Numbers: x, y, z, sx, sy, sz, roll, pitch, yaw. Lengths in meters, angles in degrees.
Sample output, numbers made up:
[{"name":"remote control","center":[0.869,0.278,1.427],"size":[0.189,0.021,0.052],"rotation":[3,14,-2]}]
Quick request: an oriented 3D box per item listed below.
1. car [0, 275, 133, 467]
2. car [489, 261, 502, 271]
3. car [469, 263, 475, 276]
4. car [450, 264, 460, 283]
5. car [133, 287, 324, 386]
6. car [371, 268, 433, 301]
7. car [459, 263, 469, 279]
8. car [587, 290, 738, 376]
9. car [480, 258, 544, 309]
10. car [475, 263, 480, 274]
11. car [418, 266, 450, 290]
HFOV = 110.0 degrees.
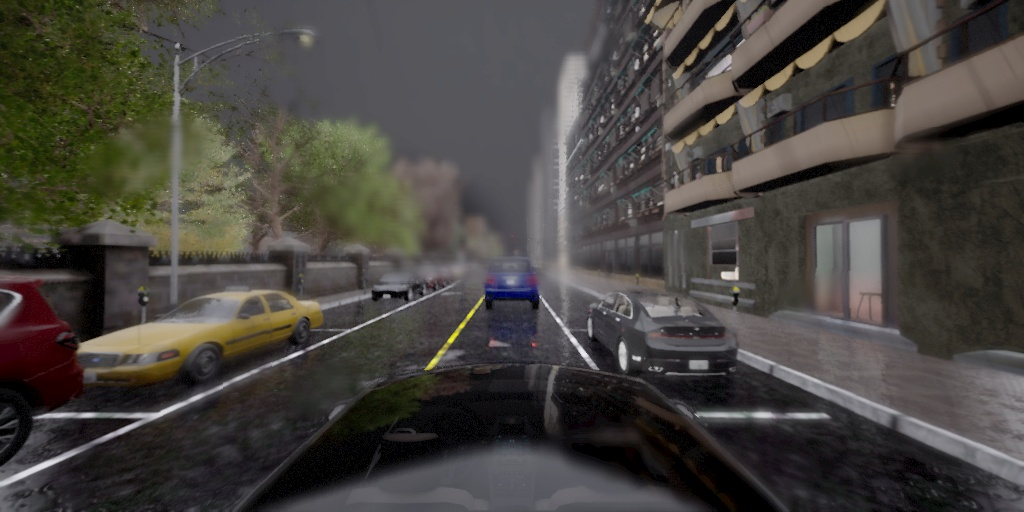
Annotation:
[{"name":"car","center":[-5.691,1.066,1.817],"size":[2.192,1.841,5.009],"rotation":[0,0,0]},{"name":"car","center":[-2.946,1.717,64.526],"size":[2.097,1.767,4.553],"rotation":[0,0,0]},{"name":"car","center":[-5.657,1.565,40.585],"size":[1.967,1.591,4.097],"rotation":[0,0,0]},{"name":"car","center":[-5.666,1.598,29.508],"size":[1.802,1.307,4.207],"rotation":[0,0,0]},{"name":"car","center":[-5.686,1.328,7.185],"size":[1.751,1.417,4.829],"rotation":[0,0,0]},{"name":"car","center":[-5.676,1.474,18.432],"size":[1.948,1.339,4.313],"rotation":[0,0,0]},{"name":"car","center":[-5.662,1.596,34.876],"size":[1.751,1.417,4.829],"rotation":[0,0,0]},{"name":"car","center":[2.694,1.353,7.350],"size":[2.007,1.370,4.403],"rotation":[0,0,0]},{"name":"car","center":[0.014,1.101,15.877],"size":[2.150,2.045,5.566],"rotation":[0,0,0]},{"name":"car","center":[-5.724,1.786,51.660],"size":[2.007,1.370,4.403],"rotation":[0,0,0]},{"name":"car","center":[-5.671,1.402,23.970],"size":[1.967,1.591,4.097],"rotation":[0,0,0]}]
